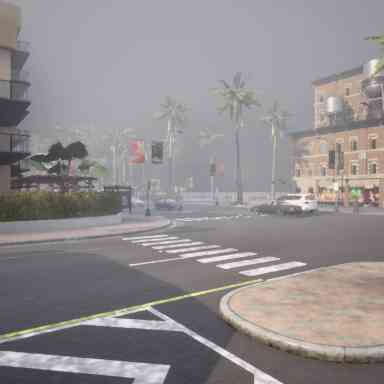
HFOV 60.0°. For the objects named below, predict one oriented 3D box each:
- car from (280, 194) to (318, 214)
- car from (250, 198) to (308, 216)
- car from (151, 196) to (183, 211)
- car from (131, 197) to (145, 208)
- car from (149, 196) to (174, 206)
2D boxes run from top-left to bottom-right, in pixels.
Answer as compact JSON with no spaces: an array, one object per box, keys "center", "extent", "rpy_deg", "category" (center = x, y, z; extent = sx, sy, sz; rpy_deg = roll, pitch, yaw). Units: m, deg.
[{"center":[10.431,1.221,34.907],"extent":[2.150,2.045,5.566],"rpy_deg":[0,0,-35],"category":"car"},{"center":[8.091,1.547,32.147],"extent":[2.033,1.411,5.357],"rpy_deg":[0,0,-35],"category":"car"},{"center":[-3.007,1.526,41.544],"extent":[1.812,1.442,4.674],"rpy_deg":[0,0,-35],"category":"car"},{"center":[-8.815,1.526,49.846],"extent":[1.812,1.442,4.674],"rpy_deg":[0,0,-35],"category":"car"},{"center":[-5.288,1.491,57.328],"extent":[2.128,1.511,4.902],"rpy_deg":[0,0,-35],"category":"car"}]
